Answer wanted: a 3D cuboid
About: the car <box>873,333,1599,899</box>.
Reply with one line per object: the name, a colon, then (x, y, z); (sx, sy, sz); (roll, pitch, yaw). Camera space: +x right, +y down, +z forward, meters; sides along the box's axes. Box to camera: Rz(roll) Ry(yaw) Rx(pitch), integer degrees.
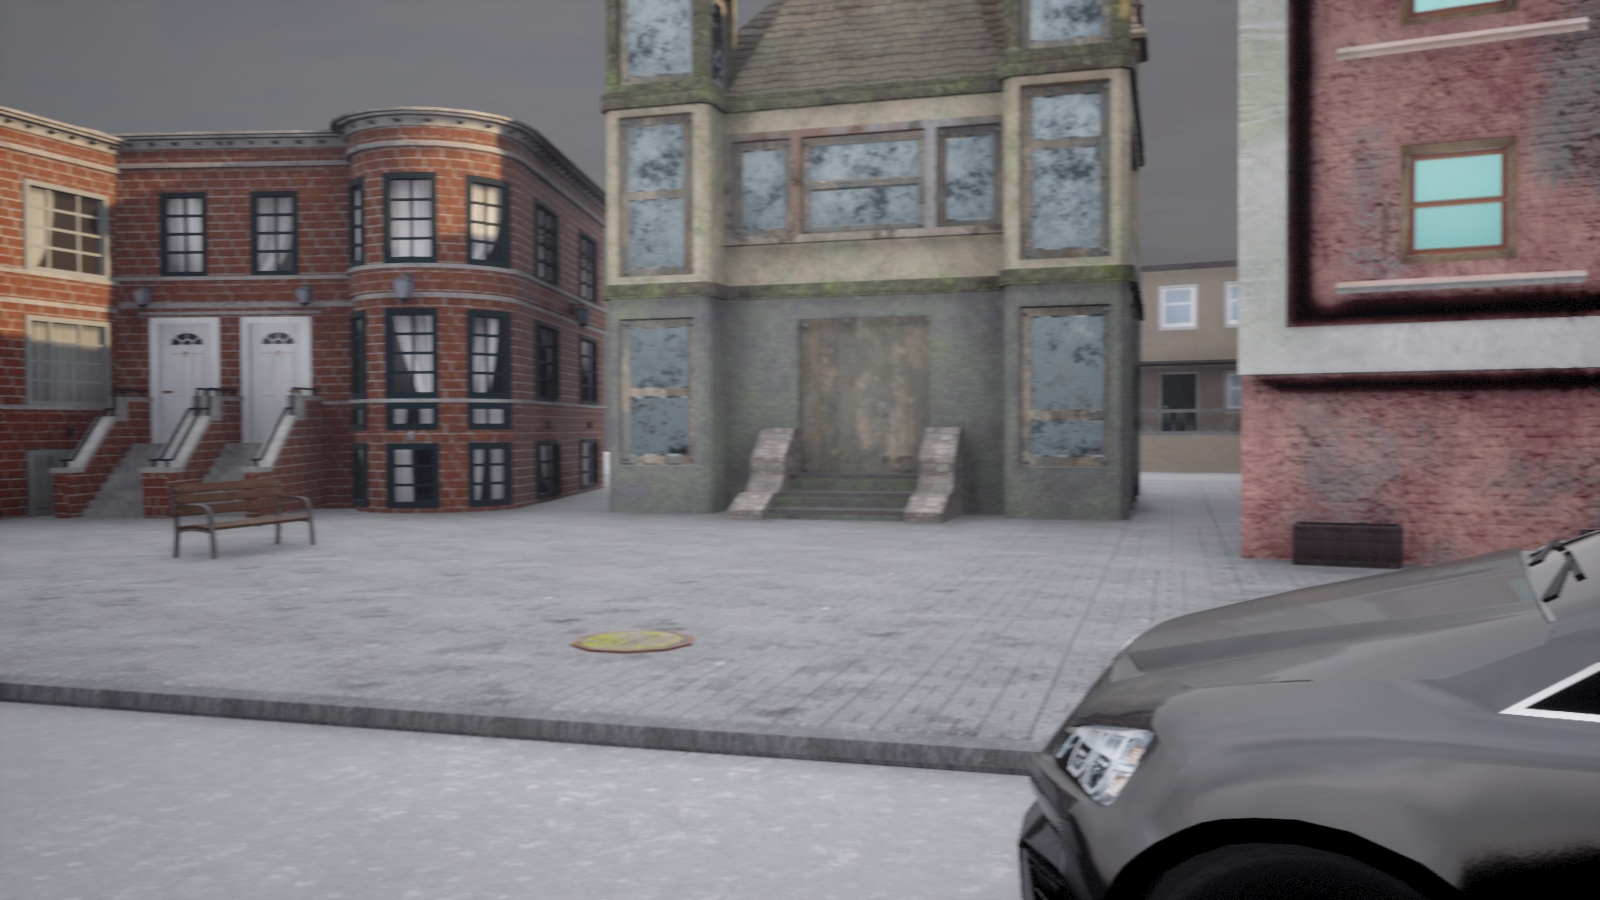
car: (2.730, 0.626, 2.749); (4.611, 1.667, 2.242); (1, 1, 28)
